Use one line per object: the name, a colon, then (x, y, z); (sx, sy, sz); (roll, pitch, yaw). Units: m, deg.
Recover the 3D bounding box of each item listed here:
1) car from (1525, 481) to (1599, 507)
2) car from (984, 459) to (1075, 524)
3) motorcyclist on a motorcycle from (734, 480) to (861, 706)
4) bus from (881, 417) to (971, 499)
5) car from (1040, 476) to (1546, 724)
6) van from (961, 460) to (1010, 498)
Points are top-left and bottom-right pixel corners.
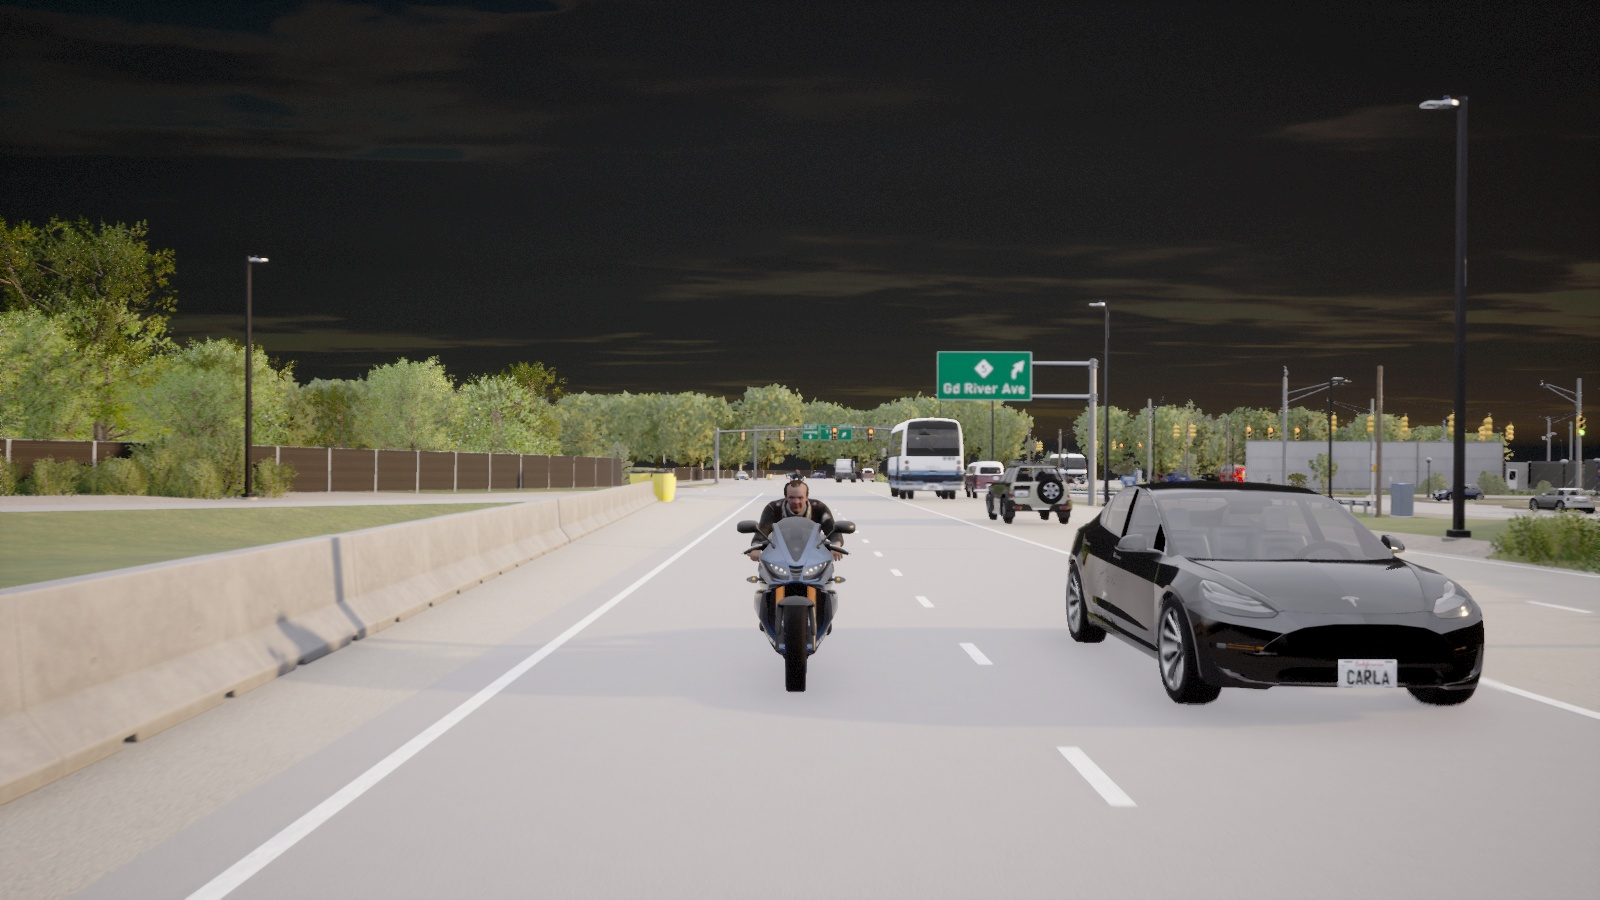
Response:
car: (45.080, 2.597, 74.382); (1.970, 1.475, 3.806); (0, -1, -1)
car: (6.911, 1.213, 38.263); (1.932, 1.855, 4.605); (0, -1, 0)
motorcyclist on a motorcycle: (-0.022, 1.009, 9.726); (0.866, 1.530, 2.191); (0, -1, 0)
bus: (6.831, 0.505, 70.150); (3.944, 4.253, 10.273); (0, -1, 0)
car: (3.477, 0.966, 10.092); (2.163, 1.488, 4.792); (0, -1, 0)
van: (10.336, 1.592, 70.251); (2.069, 2.038, 4.480); (0, -1, 0)
